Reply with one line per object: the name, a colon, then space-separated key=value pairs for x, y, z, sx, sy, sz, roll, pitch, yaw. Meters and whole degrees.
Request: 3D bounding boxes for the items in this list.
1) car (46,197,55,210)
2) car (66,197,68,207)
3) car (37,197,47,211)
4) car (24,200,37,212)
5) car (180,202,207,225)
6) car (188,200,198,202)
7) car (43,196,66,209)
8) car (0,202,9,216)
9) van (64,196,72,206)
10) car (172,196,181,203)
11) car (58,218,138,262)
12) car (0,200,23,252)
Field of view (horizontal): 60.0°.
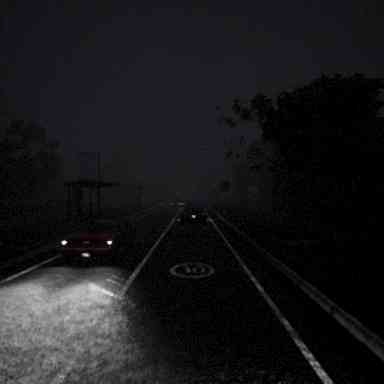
car: x=-22.100 y=1.812 z=45.920 sx=4.792 sy=1.488 sz=2.163 roll=0 pitch=0 yaw=0
car: x=-22.103 y=1.850 z=51.472 sx=4.792 sy=1.488 sz=2.163 roll=0 pitch=0 yaw=0
car: x=-22.064 y=1.766 z=43.146 sx=4.892 sy=1.521 sz=2.231 roll=0 pitch=0 yaw=0
car: x=-22.075 y=1.746 z=40.371 sx=5.008 sy=1.535 sz=2.097 roll=0 pitch=0 yaw=0
car: x=0.123 y=1.734 z=25.737 sx=1.994 sy=1.385 sz=4.181 roll=0 pitch=0 yaw=0
car: x=0.138 y=1.738 z=41.807 sx=2.033 sy=1.411 sz=5.357 roll=0 pitch=0 yaw=0
car: x=-21.886 y=1.798 z=48.695 sx=5.366 sy=1.575 sz=1.946 roll=0 pitch=0 yaw=0
car: x=-22.064 y=1.751 z=34.820 sx=4.674 sy=1.452 sz=2.002 roll=0 pitch=0 yaw=0
van: x=-21.958 y=1.613 z=54.247 sx=4.442 sy=1.987 sz=1.878 roll=0 pitch=0 yaw=0
car: x=-3.177 y=1.495 z=67.658 sx=1.837 sy=1.490 sz=4.892 roll=0 pitch=-1 yaw=-3
car: x=-3.338 y=1.694 z=12.695 sx=1.895 sy=1.301 sz=4.718 roll=0 pitch=0 yaw=0
car: x=-8.947 y=1.315 z=10.717 sx=5.566 sy=2.045 sz=2.435 roll=0 pitch=0 yaw=0
